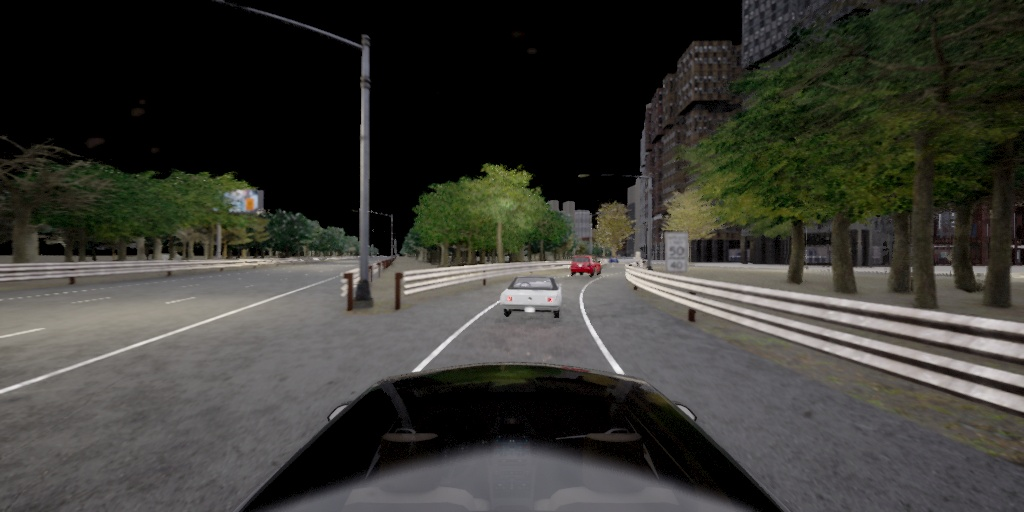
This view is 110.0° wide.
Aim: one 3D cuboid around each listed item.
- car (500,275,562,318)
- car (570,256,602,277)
[{"bbox_3d":[0.877,1.353,13.115,1.895,1.301,4.718,0,0,8],"label":"car"},{"bbox_3d":[7.417,1.007,35.640,2.150,2.045,5.566,0,0,24],"label":"car"}]
